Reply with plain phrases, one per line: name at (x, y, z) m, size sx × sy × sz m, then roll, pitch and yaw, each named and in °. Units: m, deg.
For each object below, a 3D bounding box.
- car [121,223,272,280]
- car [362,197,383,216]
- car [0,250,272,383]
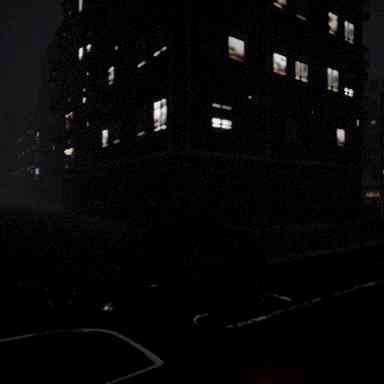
car at (-0.446, 1.454, 6.241) m, size 4.097 × 1.590 × 1.967 m, roll 0°, pitch 0°, yaw -36°
car at (17.945, 1.415, 33.589) m, size 2.192 × 1.841 × 5.009 m, roll 1°, pitch 0°, yaw -36°
car at (-1.832, 1.503, 2.071) m, size 4.892 × 1.490 × 1.837 m, roll 0°, pitch 0°, yaw -35°
